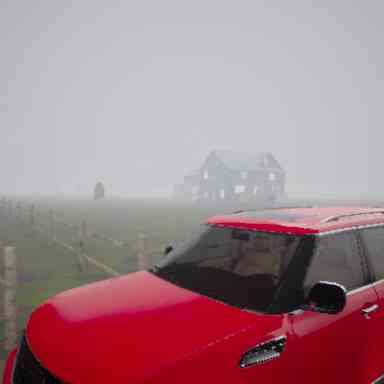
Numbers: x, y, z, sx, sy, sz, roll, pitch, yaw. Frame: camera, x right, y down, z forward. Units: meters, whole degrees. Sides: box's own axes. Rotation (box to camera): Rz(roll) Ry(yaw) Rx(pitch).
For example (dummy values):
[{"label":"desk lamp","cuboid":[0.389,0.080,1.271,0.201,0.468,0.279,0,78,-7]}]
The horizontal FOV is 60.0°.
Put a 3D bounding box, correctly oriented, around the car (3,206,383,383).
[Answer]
[{"label":"car","cuboid":[1.030,1.230,3.802,5.566,2.045,2.150,0,0,-35]}]
